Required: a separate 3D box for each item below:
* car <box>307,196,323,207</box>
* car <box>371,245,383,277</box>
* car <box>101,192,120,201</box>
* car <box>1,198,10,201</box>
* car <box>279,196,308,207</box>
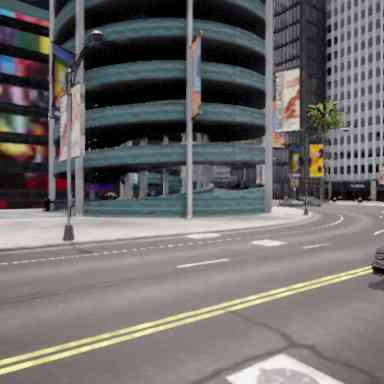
[{"bbox_3d":[19.428,1.509,54.698,2.097,1.767,4.553,0,0,-18],"label":"car"},{"bbox_3d":[6.826,1.582,8.834,5.357,1.411,2.033,0,0,-36],"label":"car"},{"bbox_3d":[-15.928,1.118,64.672,2.435,2.045,5.566,0,0,-36],"label":"car"},{"bbox_3d":[-30.458,1.493,53.191,1.895,1.301,4.718,0,0,-36],"label":"car"},{"bbox_3d":[16.112,1.748,53.721,1.895,1.301,4.718,0,0,-18],"label":"car"}]
